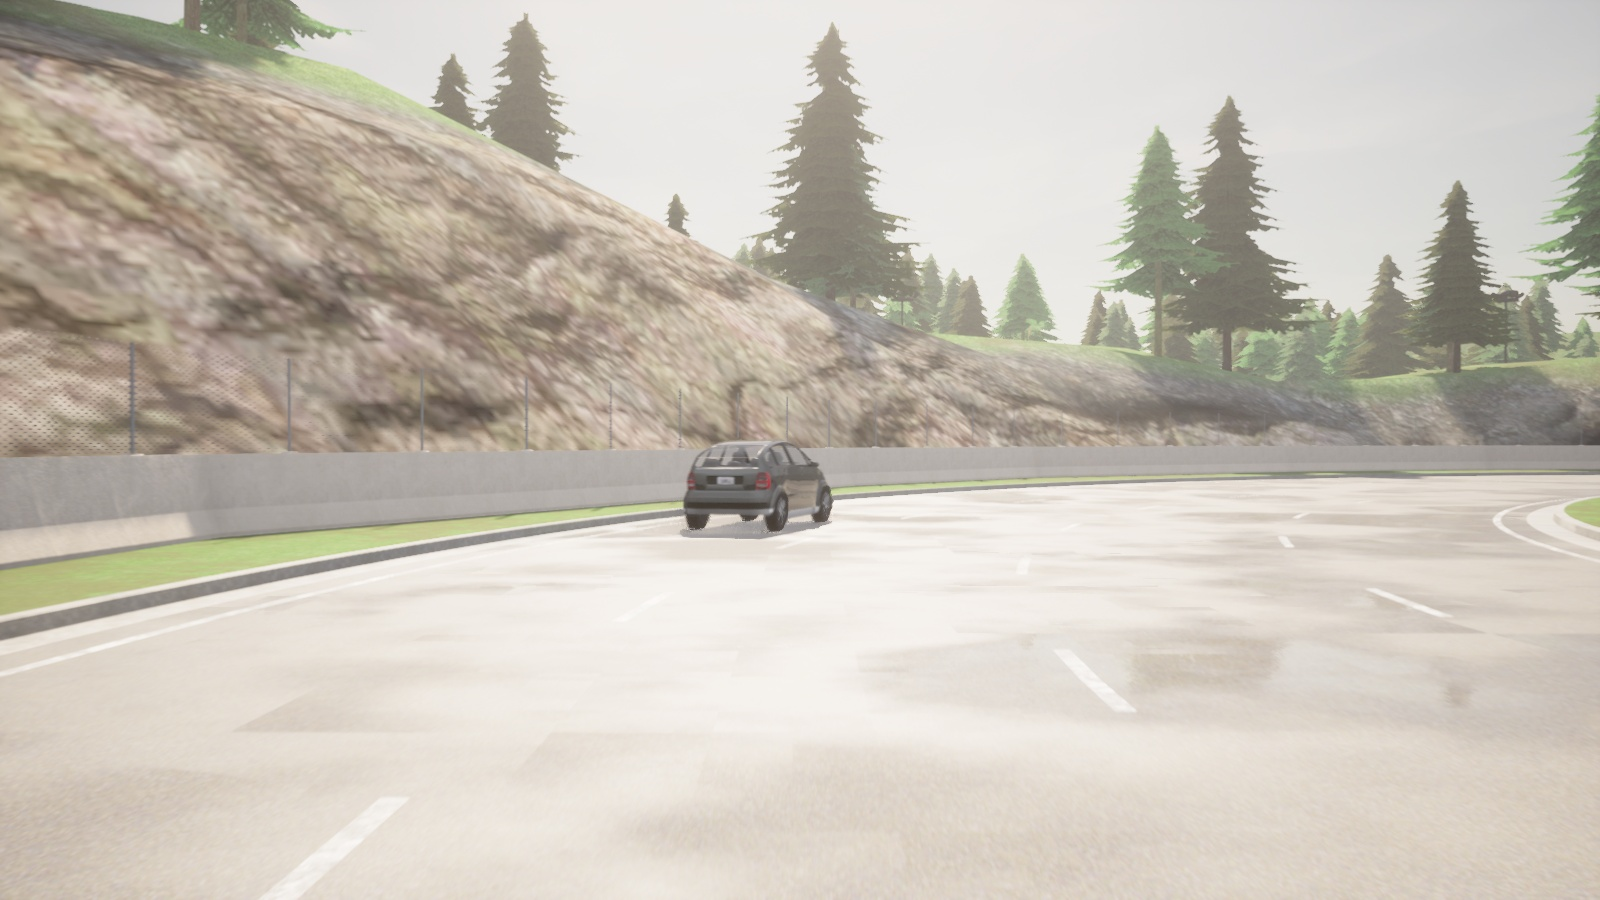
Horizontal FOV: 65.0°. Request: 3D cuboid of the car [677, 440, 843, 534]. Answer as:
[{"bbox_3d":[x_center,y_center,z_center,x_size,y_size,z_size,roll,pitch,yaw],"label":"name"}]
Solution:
[{"bbox_3d":[-0.628,0.597,22.593,1.789,1.549,3.705,0,0,19],"label":"car"}]
